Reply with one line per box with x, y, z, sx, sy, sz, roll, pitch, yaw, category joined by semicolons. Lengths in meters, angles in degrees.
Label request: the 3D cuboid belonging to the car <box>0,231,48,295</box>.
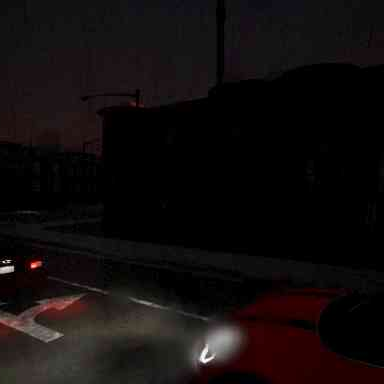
-5.566;1.547;7.940;5.357;1.411;2.033;0;0;38;car

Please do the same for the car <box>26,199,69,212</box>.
-16.829;1.564;39.536;1.994;1.385;4.181;0;0;36;car

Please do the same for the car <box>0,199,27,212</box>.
-20.925;1.547;39.837;2.033;1.411;5.357;0;0;36;car

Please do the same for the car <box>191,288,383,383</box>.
2.183;1.352;2.440;4.553;1.767;2.097;0;0;36;car
